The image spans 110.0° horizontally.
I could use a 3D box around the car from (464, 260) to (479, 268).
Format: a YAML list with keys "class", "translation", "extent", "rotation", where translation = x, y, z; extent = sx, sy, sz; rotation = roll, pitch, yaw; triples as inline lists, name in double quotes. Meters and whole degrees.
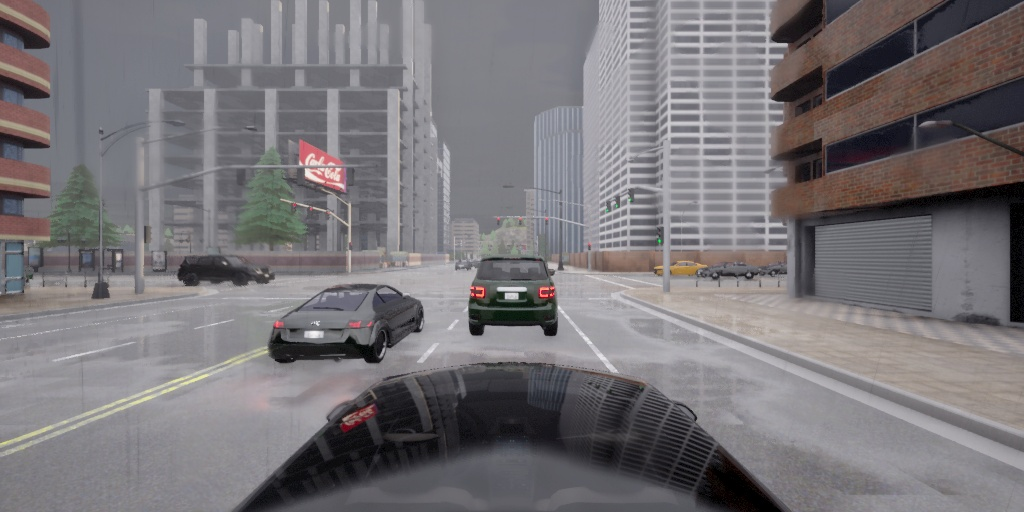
- class: "car"
  translation: [-6.771, 1.314, 59.795]
  extent: [1.994, 1.385, 4.181]
  rotation: [0, 0, 1]

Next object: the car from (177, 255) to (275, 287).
- class: "car"
  translation: [-18.934, 0.972, 23.835]
  extent: [5.566, 2.045, 2.150]
  rotation: [0, 0, 3]

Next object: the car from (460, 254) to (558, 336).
- class: "car"
  translation: [0.099, 0.971, 10.537]
  extent: [2.150, 2.045, 5.566]
  rotation: [0, 0, 2]

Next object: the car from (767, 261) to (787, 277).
- class: "car"
  translation: [26.230, 1.241, 34.736]
  extent: [4.902, 1.511, 2.128]
  rotation: [0, 0, 0]

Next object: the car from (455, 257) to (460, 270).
- class: "car"
  translation: [-6.838, 1.241, 50.685]
  extent: [2.128, 1.511, 4.902]
  rotation: [0, 0, 0]

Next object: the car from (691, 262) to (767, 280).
- class: "car"
  translation: [18.772, 1.241, 31.245]
  extent: [4.902, 1.511, 2.128]
  rotation: [0, 0, 0]

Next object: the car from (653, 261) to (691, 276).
- class: "car"
  translation: [16.294, 1.228, 34.746]
  extent: [5.008, 1.535, 1.882]
  rotation: [0, 0, 0]

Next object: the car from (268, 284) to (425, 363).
- class: "car"
  translation: [-3.377, 1.314, 8.149]
  extent: [1.994, 1.385, 4.181]
  rotation: [0, 0, 0]

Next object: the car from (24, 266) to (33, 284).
- class: "car"
  translation: [-35.936, 0.971, 24.049]
  extent: [5.566, 2.045, 2.150]
  rotation: [0, 0, 0]
